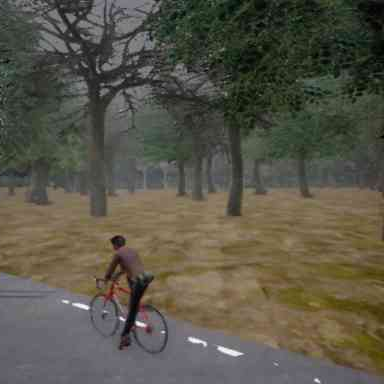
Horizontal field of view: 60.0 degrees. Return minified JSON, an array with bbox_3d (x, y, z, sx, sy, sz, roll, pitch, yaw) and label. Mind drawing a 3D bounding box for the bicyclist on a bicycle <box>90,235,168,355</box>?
[{"bbox_3d":[-0.994,1.476,4.949,1.656,1.620,0.582,-1,-1,35],"label":"bicyclist on a bicycle"}]
